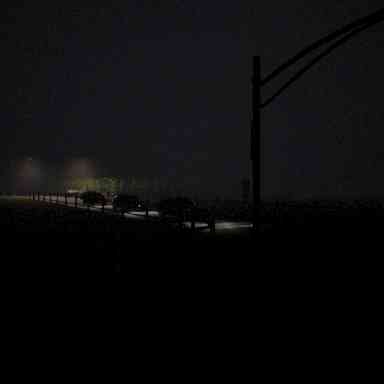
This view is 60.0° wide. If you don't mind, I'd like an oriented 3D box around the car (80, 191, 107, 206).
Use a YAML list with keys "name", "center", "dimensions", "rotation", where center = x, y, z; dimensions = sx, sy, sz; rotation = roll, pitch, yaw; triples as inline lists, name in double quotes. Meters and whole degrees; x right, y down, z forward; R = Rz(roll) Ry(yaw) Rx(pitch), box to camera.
- name: "car"
  center: [-11.723, 0.815, 40.024]
  dimensions: [1.812, 1.442, 4.674]
  rotation: [0, 1, -35]

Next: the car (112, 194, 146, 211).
- name: "car"
  center: [-6.117, 0.970, 31.952]
  dimensions: [1.837, 1.490, 4.892]
  rotation: [0, 1, -35]

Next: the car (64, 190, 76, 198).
- name: "car"
  center: [-22.376, 0.375, 61.750]
  dimensions: [2.128, 1.511, 4.902]
  rotation: [0, 1, -35]

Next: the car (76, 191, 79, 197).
- name: "car"
  center: [-16.460, 0.540, 53.260]
  dimensions: [1.882, 1.535, 5.008]
  rotation: [0, 1, -35]

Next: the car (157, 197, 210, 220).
- name: "car"
  center: [-0.718, 1.114, 24.198]
  dimensions: [1.882, 1.535, 5.008]
  rotation: [0, 1, -35]
